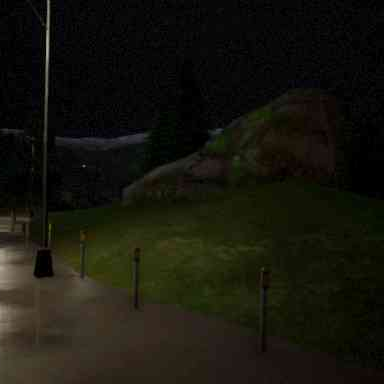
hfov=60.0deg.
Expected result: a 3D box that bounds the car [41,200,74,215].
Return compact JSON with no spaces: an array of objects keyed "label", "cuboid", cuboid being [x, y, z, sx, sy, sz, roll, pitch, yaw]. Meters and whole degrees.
[{"label":"car","cuboid":[-19.020,2.195,47.386,2.150,2.045,5.566,1,-4,10]}]
